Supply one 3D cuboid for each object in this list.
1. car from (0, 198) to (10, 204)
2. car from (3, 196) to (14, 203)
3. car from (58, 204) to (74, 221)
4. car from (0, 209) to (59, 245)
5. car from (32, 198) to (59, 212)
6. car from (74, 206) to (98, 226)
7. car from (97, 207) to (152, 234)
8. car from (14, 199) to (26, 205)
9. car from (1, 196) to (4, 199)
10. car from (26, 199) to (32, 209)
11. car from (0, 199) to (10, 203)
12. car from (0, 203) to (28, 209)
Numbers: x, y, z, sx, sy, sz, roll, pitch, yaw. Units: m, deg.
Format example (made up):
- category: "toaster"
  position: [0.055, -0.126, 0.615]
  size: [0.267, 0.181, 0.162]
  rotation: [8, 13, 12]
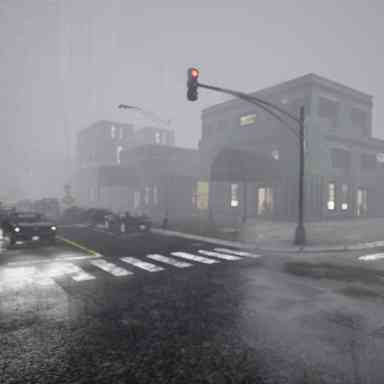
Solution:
- category: "car"
  position: [-45.825, 2.139, 80.951]
  size: [2.008, 1.369, 4.403]
  rotation: [1, -1, -35]
- category: "car"
  position: [-36.439, 2.031, 67.401]
  size: [1.752, 1.417, 4.829]
  rotation: [1, -1, -35]
- category: "car"
  position: [-10.307, 1.864, 29.899]
  size: [1.802, 1.307, 4.206]
  rotation: [1, -1, -35]
- category: "car"
  position: [-7.936, 1.680, 16.085]
  size: [1.895, 1.301, 4.718]
  rotation: [2, -1, -35]
- category: "car"
  position: [-17.307, 1.656, 39.934]
  size: [2.192, 1.841, 5.009]
  rotation: [1, -1, -35]
- category: "car"
  position: [-7.186, 1.822, 25.394]
  size: [1.947, 1.339, 4.313]
  rotation: [1, -1, -35]
- category: "car"
  position: [-4.065, 1.780, 20.888]
  size: [2.008, 1.369, 4.403]
  rotation: [1, -1, -35]
- category: "car"
  position: [-26.859, 1.861, 53.573]
  size: [1.967, 1.590, 4.097]
  rotation: [1, -1, -35]
- category: "car"
  position: [-42.661, 1.875, 76.391]
  size: [2.192, 1.841, 5.009]
  rotation: [1, -1, -35]
- category: "car"
  position: [-20.496, 1.808, 44.477]
  size: [1.967, 1.590, 4.097]
  rotation: [1, -1, -35]
- category: "car"
  position: [-19.588, 1.683, 32.934]
  size: [1.837, 1.490, 4.892]
  rotation: [2, -1, -35]
- category: "car"
  position: [-13.648, 1.728, 24.336]
  size: [1.895, 1.301, 4.718]
  rotation: [2, -1, -35]
